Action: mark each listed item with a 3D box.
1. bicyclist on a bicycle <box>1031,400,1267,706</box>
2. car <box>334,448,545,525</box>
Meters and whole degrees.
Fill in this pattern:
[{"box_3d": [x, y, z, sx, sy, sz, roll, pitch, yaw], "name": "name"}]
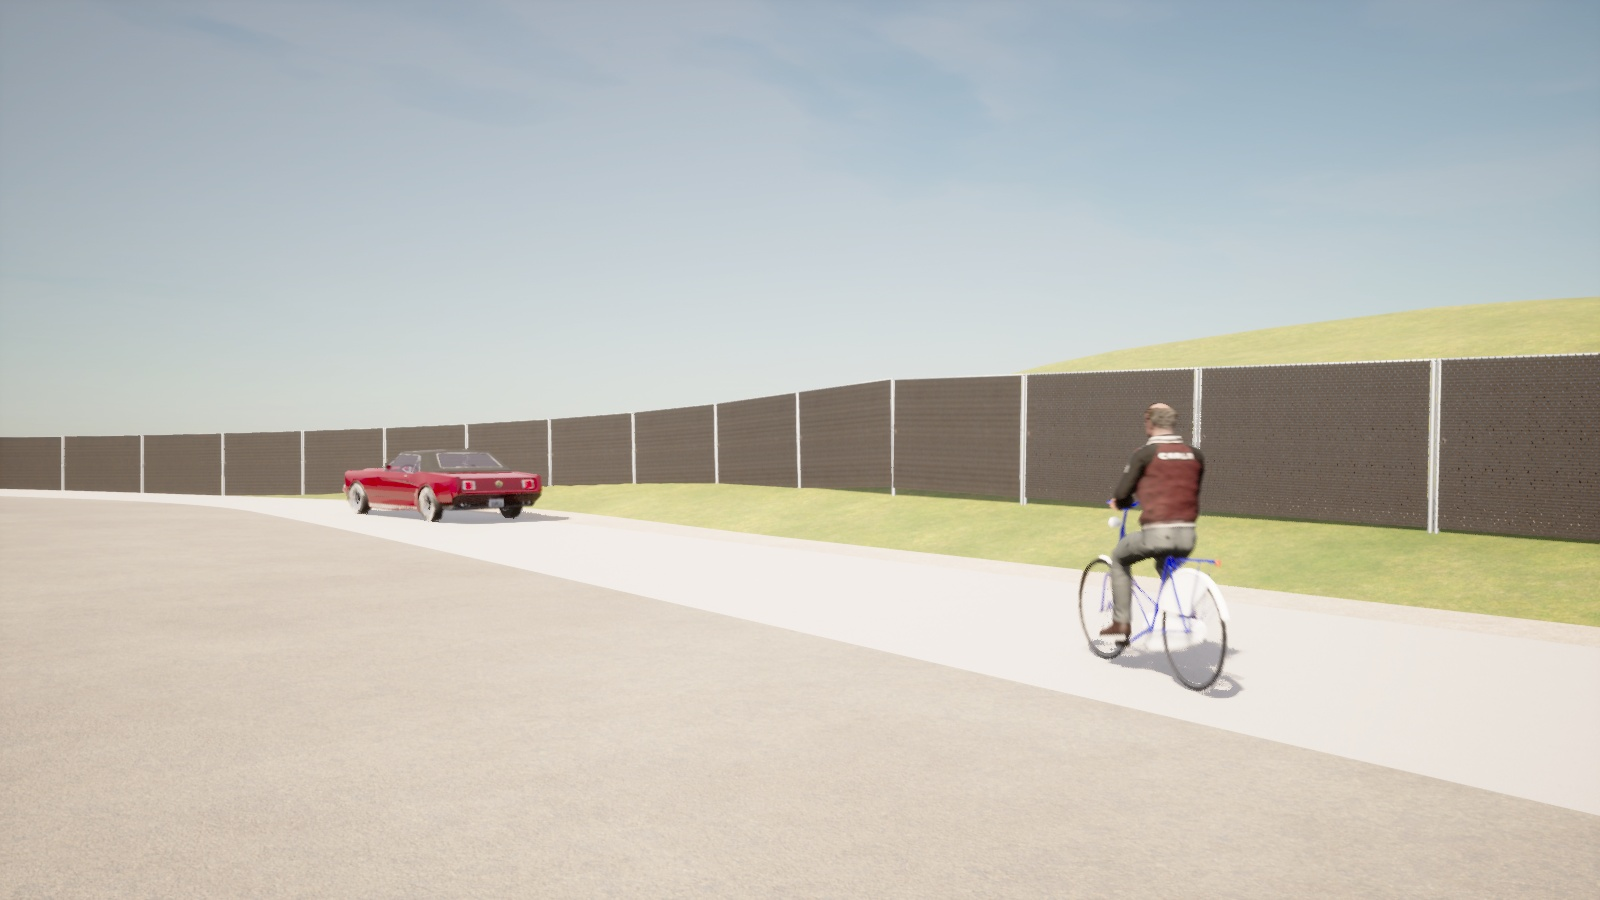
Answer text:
[{"box_3d": [2.216, 0.591, 8.253, 0.659, 1.776, 1.843, 0, 1, -14], "name": "bicyclist on a bicycle"}, {"box_3d": [-7.049, 0.631, 24.231, 1.895, 1.301, 4.718, 0, 1, -44], "name": "car"}]
